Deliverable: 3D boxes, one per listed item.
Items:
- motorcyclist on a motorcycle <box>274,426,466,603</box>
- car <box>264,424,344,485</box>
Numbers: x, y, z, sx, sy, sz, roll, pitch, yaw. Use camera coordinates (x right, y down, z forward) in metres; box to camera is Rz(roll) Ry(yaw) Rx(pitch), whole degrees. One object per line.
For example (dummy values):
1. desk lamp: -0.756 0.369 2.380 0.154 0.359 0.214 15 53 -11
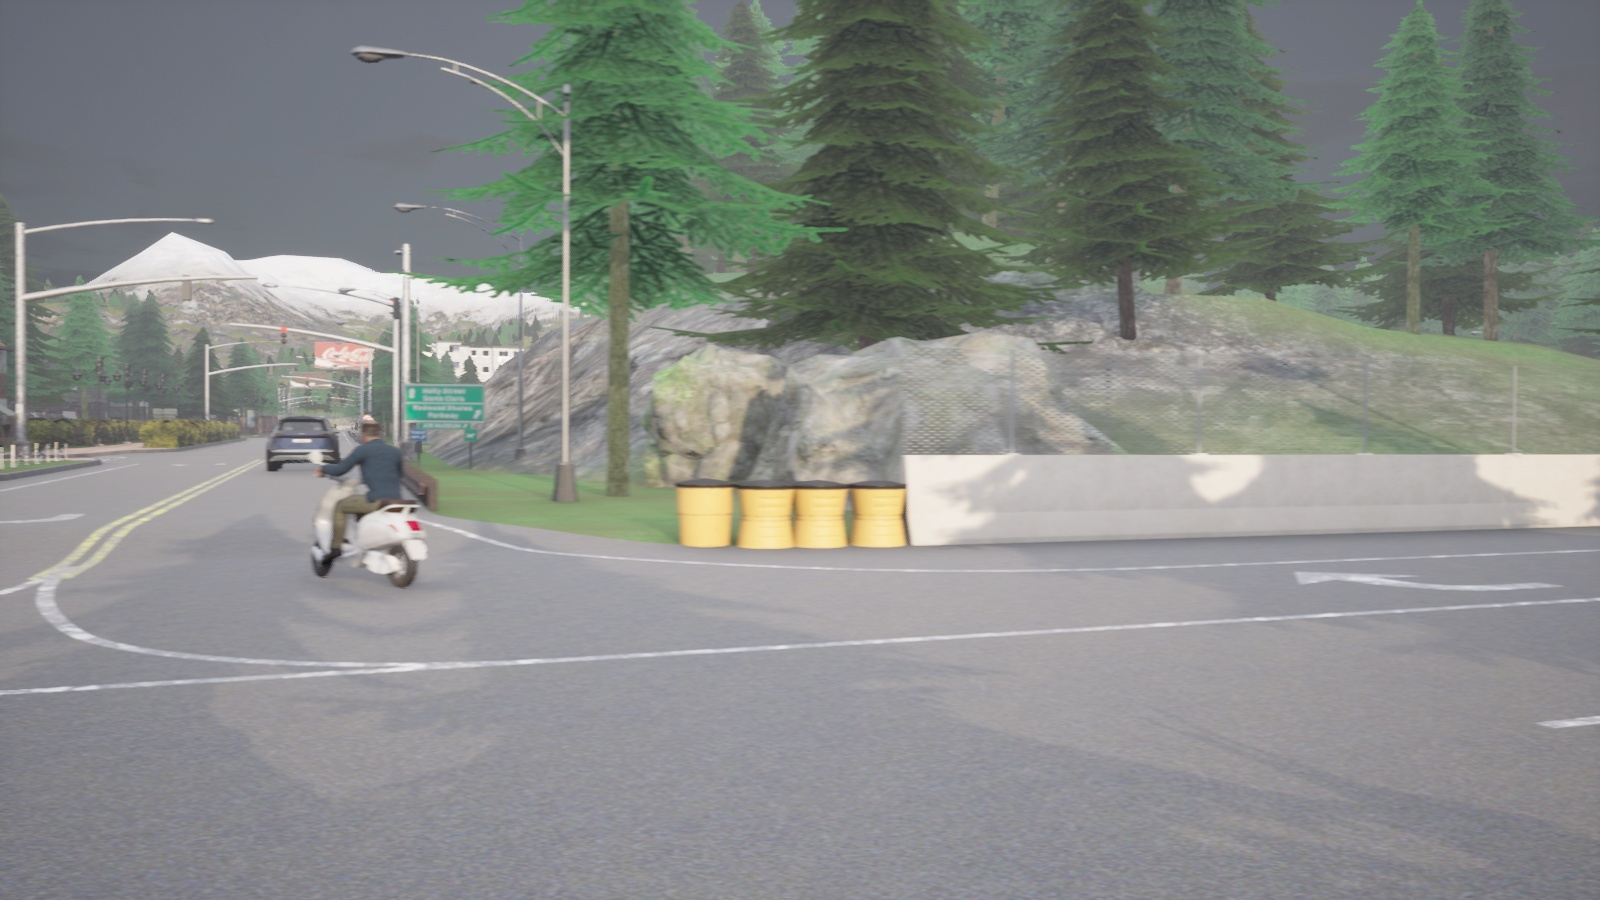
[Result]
1. motorcyclist on a motorcycle: -4.187 0.594 12.191 1.817 1.590 0.866 0 -2 38
2. car: -14.526 0.087 36.958 2.033 1.649 4.856 -1 1 -20
